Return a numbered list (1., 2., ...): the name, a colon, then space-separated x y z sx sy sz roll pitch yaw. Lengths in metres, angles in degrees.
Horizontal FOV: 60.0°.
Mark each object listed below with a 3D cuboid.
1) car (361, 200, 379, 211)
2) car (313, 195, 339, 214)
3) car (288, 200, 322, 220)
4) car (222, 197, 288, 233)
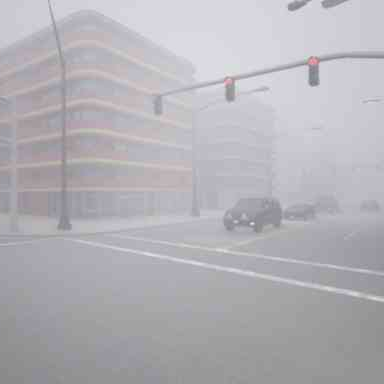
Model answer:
1. car: 23.210 1.688 43.442 2.033 1.411 5.357 -1 0 32
2. car: 15.478 1.386 38.510 2.150 2.045 5.566 -1 0 34
3. car: 9.760 1.695 29.928 2.033 1.411 5.357 -1 0 33
4. car: 4.025 1.352 21.304 2.150 2.045 5.566 -1 0 34
